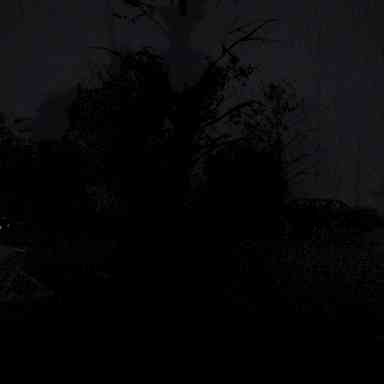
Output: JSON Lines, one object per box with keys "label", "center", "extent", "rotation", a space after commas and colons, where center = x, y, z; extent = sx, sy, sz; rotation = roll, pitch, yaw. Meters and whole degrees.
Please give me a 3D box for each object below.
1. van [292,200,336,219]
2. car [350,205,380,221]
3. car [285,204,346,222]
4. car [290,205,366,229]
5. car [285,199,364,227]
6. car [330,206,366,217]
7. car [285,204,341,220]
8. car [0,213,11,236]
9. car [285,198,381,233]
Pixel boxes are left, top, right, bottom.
{"label": "van", "center": [13.583, 1.917, 37.291], "extent": [4.442, 1.987, 1.878], "rotation": [0, -2, 16]}
{"label": "car", "center": [18.127, 2.127, 35.099], "extent": [1.882, 1.535, 5.008], "rotation": [0, -2, 16]}
{"label": "car", "center": [11.765, 1.965, 32.134], "extent": [5.366, 1.575, 1.946], "rotation": [0, -2, 16]}
{"label": "car", "center": [9.581, 1.754, 23.911], "extent": [4.892, 1.521, 2.231], "rotation": [0, -1, 16]}
{"label": "car", "center": [10.373, 1.562, 26.594], "extent": [5.566, 2.045, 2.435], "rotation": [0, -1, 16]}
{"label": "car", "center": [20.544, 2.550, 43.962], "extent": [1.994, 1.385, 4.181], "rotation": [2, -3, -17]}
{"label": "car", "center": [12.510, 2.047, 34.688], "extent": [5.366, 1.575, 1.946], "rotation": [0, -2, 16]}
{"label": "car", "center": [-11.706, 1.552, 17.350], "extent": [4.902, 1.511, 2.128], "rotation": [0, -1, 24]}
{"label": "car", "center": [8.869, 1.447, 21.344], "extent": [5.566, 2.045, 2.435], "rotation": [0, -1, 16]}
